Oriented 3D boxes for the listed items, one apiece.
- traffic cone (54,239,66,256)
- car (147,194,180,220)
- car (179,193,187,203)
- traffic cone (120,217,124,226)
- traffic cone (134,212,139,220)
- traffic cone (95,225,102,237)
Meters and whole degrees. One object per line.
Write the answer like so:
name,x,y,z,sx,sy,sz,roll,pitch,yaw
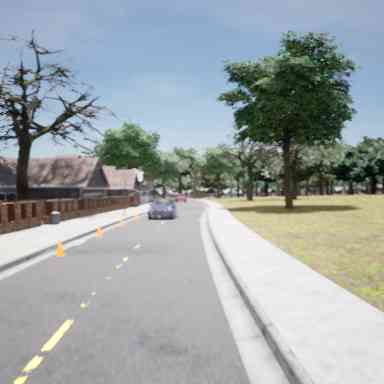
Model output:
traffic cone,-4.721,1.977,11.907,0.340,0.580,0.340,0,0,-1
car,-2.449,1.336,28.088,2.097,1.767,4.553,0,0,3
car,-2.333,1.332,71.811,2.150,2.045,5.566,0,0,-2
traffic cone,-4.654,1.963,21.988,0.340,0.580,0.340,0,0,1
traffic cone,-4.498,1.955,27.026,0.340,0.580,0.340,0,0,2
traffic cone,-4.728,1.971,16.948,0.340,0.580,0.340,0,0,0
